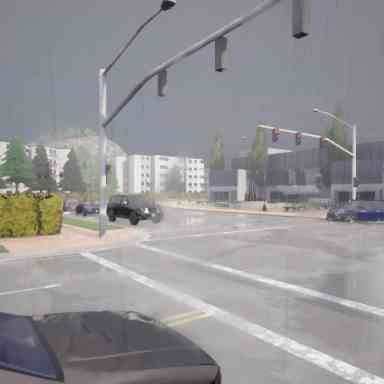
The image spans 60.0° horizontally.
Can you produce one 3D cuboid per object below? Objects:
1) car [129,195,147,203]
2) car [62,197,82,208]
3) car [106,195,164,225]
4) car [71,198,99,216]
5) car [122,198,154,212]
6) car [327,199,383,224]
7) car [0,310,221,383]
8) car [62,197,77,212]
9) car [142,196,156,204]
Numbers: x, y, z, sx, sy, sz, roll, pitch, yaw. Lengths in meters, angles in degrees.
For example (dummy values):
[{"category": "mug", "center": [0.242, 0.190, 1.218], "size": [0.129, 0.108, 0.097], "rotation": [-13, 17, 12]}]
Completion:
[{"category": "car", "center": [-11.233, 1.488, 68.955], "size": [1.882, 1.535, 5.008], "rotation": [0, 0, 14]}, {"category": "car", "center": [-17.762, 1.497, 49.360], "size": [2.128, 1.511, 4.902], "rotation": [0, 0, -13]}, {"category": "car", "center": [-4.347, 1.225, 24.562], "size": [2.150, 2.045, 5.566], "rotation": [0, 0, -39]}, {"category": "car", "center": [-9.882, 1.568, 32.169], "size": [1.994, 1.385, 4.181], "rotation": [0, 0, -34]}, {"category": "car", "center": [-6.555, 1.498, 40.053], "size": [2.128, 1.511, 4.902], "rotation": [0, 0, -30]}, {"category": "car", "center": [12.246, 1.359, 24.118], "size": [4.553, 1.767, 2.097], "rotation": [0, 0, -4]}, {"category": "car", "center": [-2.277, 1.547, 2.142], "size": [5.357, 1.411, 2.033], "rotation": [0, 0, -35]}, {"category": "car", "center": [-14.351, 1.530, 39.744], "size": [1.812, 1.442, 4.674], "rotation": [0, 0, -24]}, {"category": "car", "center": [-8.336, 1.574, 64.680], "size": [1.994, 1.385, 4.181], "rotation": [0, 0, 5]}]
